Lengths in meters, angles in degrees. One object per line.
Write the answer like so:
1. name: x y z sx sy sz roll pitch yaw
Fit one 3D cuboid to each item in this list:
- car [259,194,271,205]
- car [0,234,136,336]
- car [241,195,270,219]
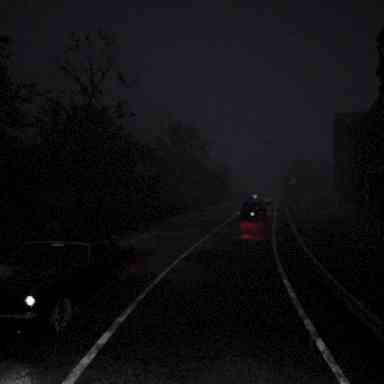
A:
1. car: 8.997 0.922 41.845 1.895 1.301 4.718 -1 1 14
2. car: -2.724 1.624 6.892 1.895 1.301 4.718 0 0 7
3. car: 4.859 1.236 25.782 1.837 1.490 4.892 -1 1 15
